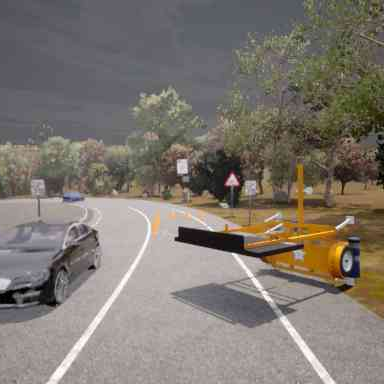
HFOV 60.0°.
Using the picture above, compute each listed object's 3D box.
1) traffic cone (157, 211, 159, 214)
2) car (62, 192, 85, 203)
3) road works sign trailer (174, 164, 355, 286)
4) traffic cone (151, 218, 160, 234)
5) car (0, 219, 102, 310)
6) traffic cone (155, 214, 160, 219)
[{"bbox_3d":[-2.165,1.635,20.525,0.340,0.580,0.340,-1,2,-4],"label":"traffic cone"},{"bbox_3d":[-17.372,0.771,48.690,1.882,1.535,5.008,-5,3,-40],"label":"car"},{"bbox_3d":[1.685,0.774,7.455,3.560,2.880,2.380,-1,1,-39],"label":"road works sign trailer"},{"bbox_3d":[-1.866,1.751,16.538,0.340,0.580,0.340,-1,2,-4],"label":"traffic cone"},{"bbox_3d":[-3.532,1.466,8.014,2.128,1.511,4.902,0,0,-2],"label":"car"},{"bbox_3d":[-2.015,1.693,18.533,0.340,0.580,0.340,-1,2,-4],"label":"traffic cone"}]
